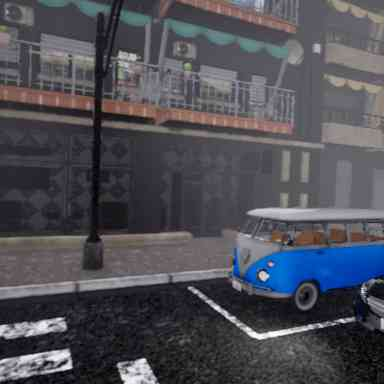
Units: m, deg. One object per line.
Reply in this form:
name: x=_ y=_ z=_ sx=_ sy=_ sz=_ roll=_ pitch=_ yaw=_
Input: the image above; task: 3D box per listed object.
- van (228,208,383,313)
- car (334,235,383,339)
van: x=2.773 y=1.240 z=6.952 sx=3.998 sy=1.788 sz=1.690 roll=1 pitch=2 yaw=-24
car: x=4.720 y=1.525 z=5.128 sx=4.674 sy=1.442 sz=1.812 roll=1 pitch=1 yaw=-22
